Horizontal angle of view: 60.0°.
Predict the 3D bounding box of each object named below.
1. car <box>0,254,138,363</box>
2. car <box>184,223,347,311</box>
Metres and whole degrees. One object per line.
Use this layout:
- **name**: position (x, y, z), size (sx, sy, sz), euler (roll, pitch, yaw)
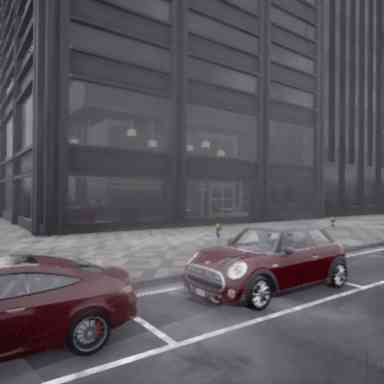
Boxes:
- **car**: position (-2.793, 1.585, 4.540), size (4.206, 1.307, 1.802), euler (1, 0, -36)
- **car**: position (1.799, 1.501, 7.816), size (4.097, 1.590, 1.967), euler (1, 0, -36)
